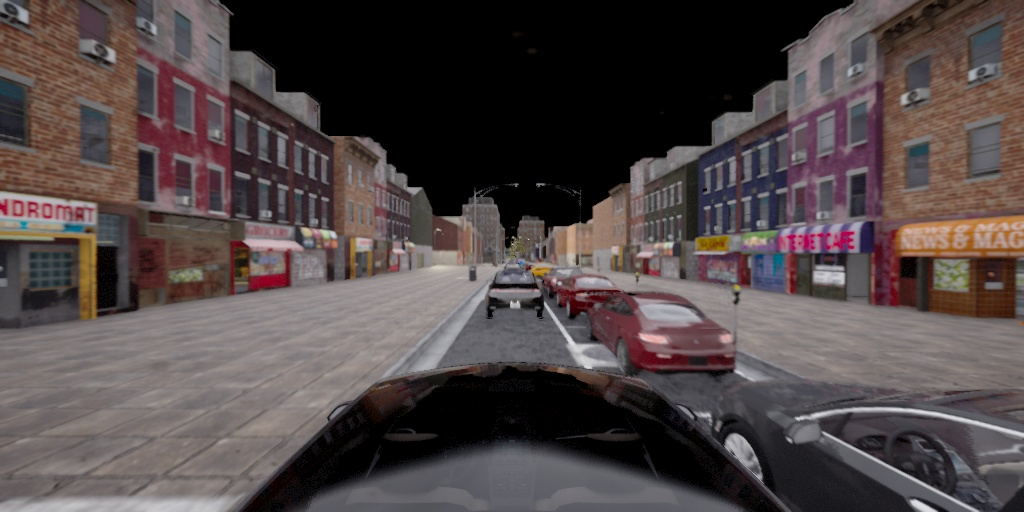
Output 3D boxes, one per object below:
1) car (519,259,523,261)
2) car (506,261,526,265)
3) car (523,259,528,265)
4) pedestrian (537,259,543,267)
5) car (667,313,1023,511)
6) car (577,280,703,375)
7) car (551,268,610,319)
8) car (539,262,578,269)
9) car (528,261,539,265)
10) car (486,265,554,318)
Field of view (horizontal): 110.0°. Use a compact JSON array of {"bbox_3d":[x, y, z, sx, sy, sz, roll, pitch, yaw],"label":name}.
[{"bbox_3d":[2.648,1.526,63.393,2.007,1.370,4.403,0,0,0],"label":"car"},{"bbox_3d":[0.106,1.414,34.322,1.895,1.301,4.718,0,0,0],"label":"car"},{"bbox_3d":[2.645,1.412,46.518,1.888,1.381,4.507,0,0,0],"label":"car"},{"bbox_3d":[2.756,1.110,35.045,0.375,1.860,0.375,-1,0,0],"label":"pedestrian"},{"bbox_3d":[2.637,1.300,1.515,2.007,1.370,4.403,0,0,0],"label":"car"},{"bbox_3d":[2.638,1.334,7.140,1.802,1.307,4.207,0,0,0],"label":"car"},{"bbox_3d":[2.639,1.303,12.766,1.888,1.381,4.507,0,0,0],"label":"car"},{"bbox_3d":[2.640,1.207,18.391,1.967,1.591,4.097,0,0,0],"label":"car"},{"bbox_3d":[2.755,1.283,32.050,1.882,1.535,5.008,0,0,0],"label":"car"},{"bbox_3d":[0.098,1.250,13.005,2.128,1.511,4.902,0,0,0],"label":"car"}]
